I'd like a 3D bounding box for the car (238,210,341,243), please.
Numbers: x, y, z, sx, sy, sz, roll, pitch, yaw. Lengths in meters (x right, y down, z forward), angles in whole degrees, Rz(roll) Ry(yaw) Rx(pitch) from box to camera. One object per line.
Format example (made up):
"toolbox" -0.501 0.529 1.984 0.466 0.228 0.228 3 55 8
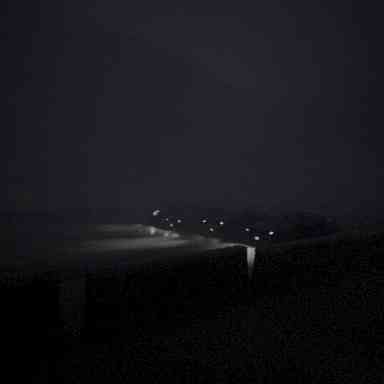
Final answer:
"car" 4.992 1.642 16.023 5.357 1.411 2.033 0 0 -35

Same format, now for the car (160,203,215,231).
"car" 0.925 1.640 21.721 5.357 1.411 2.033 0 0 -35

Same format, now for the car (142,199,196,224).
"car" -1.359 1.438 24.394 4.553 1.767 2.097 0 0 -35

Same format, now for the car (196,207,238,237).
"car" 2.841 1.691 18.789 4.718 1.301 1.895 1 0 -35
